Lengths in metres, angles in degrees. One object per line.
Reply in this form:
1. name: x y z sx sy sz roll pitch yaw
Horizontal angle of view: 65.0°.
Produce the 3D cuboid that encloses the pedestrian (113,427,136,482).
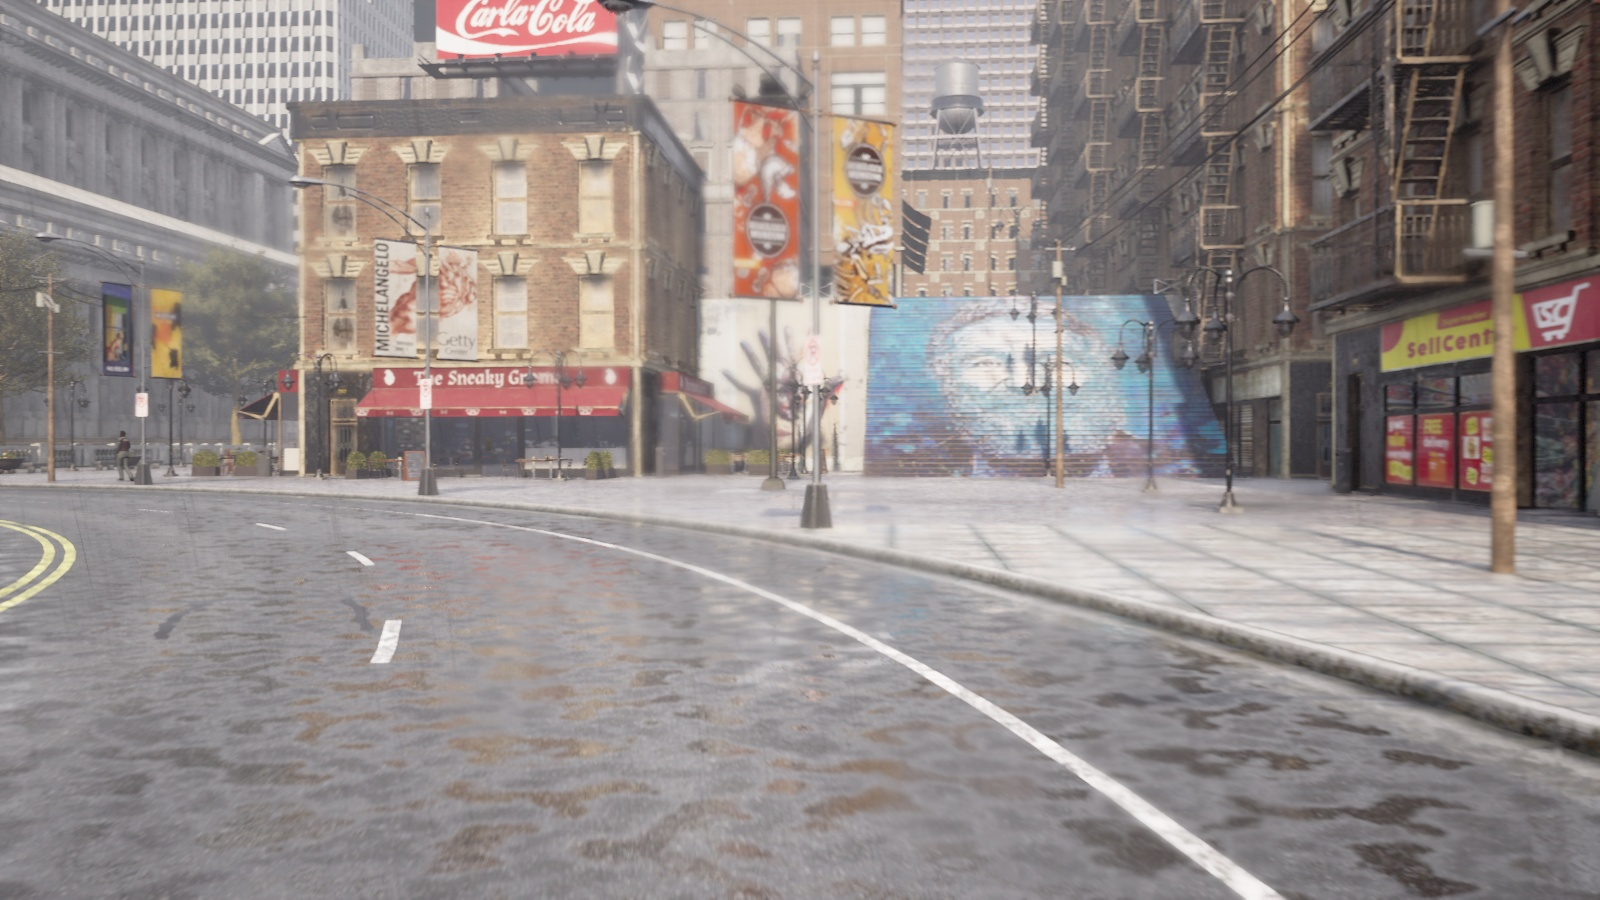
1. pedestrian: -24.178 0.156 44.951 0.666 1.930 0.402 0 0 22
